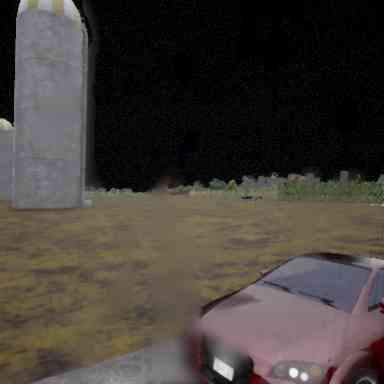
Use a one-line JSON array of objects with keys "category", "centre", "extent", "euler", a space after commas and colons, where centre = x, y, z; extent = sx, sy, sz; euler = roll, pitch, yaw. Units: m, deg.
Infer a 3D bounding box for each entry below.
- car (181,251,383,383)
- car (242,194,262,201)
[{"category": "car", "centre": [1.930, 1.563, 4.449], "extent": [4.181, 1.385, 1.994], "euler": [0, 0, -36]}, {"category": "car", "centre": [13.107, 1.171, 72.689], "extent": [1.895, 1.301, 4.718], "euler": [1, -1, -35]}]
